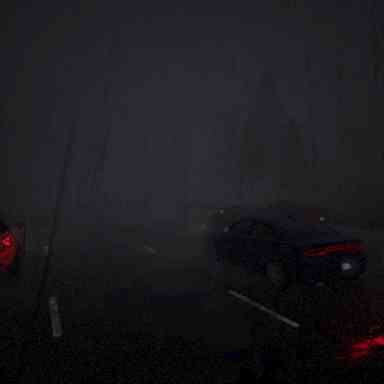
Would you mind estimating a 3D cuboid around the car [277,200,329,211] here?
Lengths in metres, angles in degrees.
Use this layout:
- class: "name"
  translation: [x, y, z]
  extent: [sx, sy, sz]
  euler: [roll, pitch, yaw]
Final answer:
- class: "car"
  translation: [5.318, 1.177, 18.553]
  extent: [1.882, 1.535, 5.008]
  euler: [-1, 1, -25]

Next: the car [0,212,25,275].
- class: "car"
  translation: [-6.354, 1.381, 10.187]
  extent: [2.097, 1.767, 4.553]
  euler: [-1, 1, -25]

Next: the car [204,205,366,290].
- class: "car"
  translation: [2.053, 1.339, 8.905]
  extent: [1.882, 1.535, 5.008]
  euler: [-1, 1, -25]

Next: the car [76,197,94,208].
- class: "car"
  translation: [-14.436, 1.396, 44.767]
  extent: [1.812, 1.442, 4.674]
  euler: [-1, 1, -25]

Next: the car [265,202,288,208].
- class: "car"
  translation: [2.428, 1.345, 16.470]
  extent: [1.994, 1.385, 4.181]
  euler: [-1, 1, -25]

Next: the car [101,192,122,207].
- class: "car"
  translation: [-11.200, 1.009, 46.089]
  extent: [2.150, 2.045, 5.566]
  euler: [-1, 1, -25]

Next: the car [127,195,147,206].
- class: "car"
  translation: [-7.890, 1.197, 47.279]
  extent: [2.128, 1.511, 4.902]
  euler: [-1, 1, -25]
